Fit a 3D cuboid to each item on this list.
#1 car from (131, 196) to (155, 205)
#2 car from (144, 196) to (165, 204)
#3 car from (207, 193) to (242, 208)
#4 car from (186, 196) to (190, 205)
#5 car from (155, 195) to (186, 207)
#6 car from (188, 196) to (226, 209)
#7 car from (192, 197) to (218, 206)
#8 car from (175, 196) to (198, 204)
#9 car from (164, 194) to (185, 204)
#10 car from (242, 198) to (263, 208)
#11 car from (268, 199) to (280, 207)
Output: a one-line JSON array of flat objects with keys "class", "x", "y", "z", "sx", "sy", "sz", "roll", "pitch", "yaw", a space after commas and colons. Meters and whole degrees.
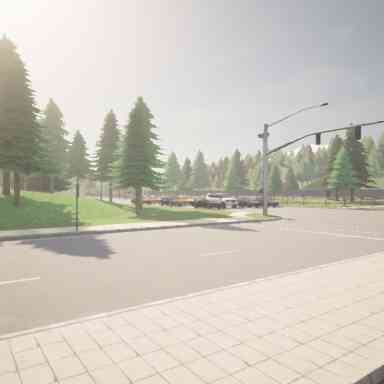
[{"class": "car", "x": -9.288, "y": 1.547, "z": 60.312, "sx": 2.033, "sy": 1.411, "sz": 5.357, "roll": 0, "pitch": 0, "yaw": -36}, {"class": "car", "x": -7.154, "y": 1.478, "z": 63.387, "sx": 1.882, "sy": 1.535, "sz": 5.008, "roll": 0, "pitch": 0, "yaw": -35}, {"class": "car", "x": 4.124, "y": 1.221, "z": 47.298, "sx": 2.150, "sy": 2.045, "sz": 5.566, "roll": 0, "pitch": 0, "yaw": -34}, {"class": "car", "x": -1.489, "y": 1.478, "z": 55.273, "sx": 1.882, "sy": 1.535, "sz": 5.008, "roll": 0, "pitch": 0, "yaw": -35}, {"class": "car", "x": -3.420, "y": 1.505, "z": 51.930, "sx": 1.837, "sy": 1.490, "sz": 4.892, "roll": 0, "pitch": 0, "yaw": -35}, {"class": "car", "x": 1.937, "y": 1.601, "z": 44.308, "sx": 1.895, "sy": 1.301, "sz": 4.718, "roll": 0, "pitch": 0, "yaw": -35}, {"class": "car", "x": 2.170, "y": 1.601, "z": 56.162, "sx": 1.895, "sy": 1.301, "sz": 4.718, "roll": 0, "pitch": 0, "yaw": -35}, {"class": "car", "x": -1.143, "y": 1.547, "z": 67.058, "sx": 2.033, "sy": 1.411, "sz": 5.357, "roll": 0, "pitch": 0, "yaw": -34}, {"class": "car", "x": -3.402, "y": 1.352, "z": 64.142, "sx": 2.097, "sy": 1.767, "sz": 4.553, "roll": 0, "pitch": 0, "yaw": -35}, {"class": "car", "x": 7.682, "y": 1.547, "z": 48.315, "sx": 2.033, "sy": 1.411, "sz": 5.357, "roll": 0, "pitch": 0, "yaw": -35}, {"class": "car", "x": 10.608, "y": 1.547, "z": 50.244, "sx": 2.033, "sy": 1.411, "sz": 5.357, "roll": 0, "pitch": 0, "yaw": -35}]
